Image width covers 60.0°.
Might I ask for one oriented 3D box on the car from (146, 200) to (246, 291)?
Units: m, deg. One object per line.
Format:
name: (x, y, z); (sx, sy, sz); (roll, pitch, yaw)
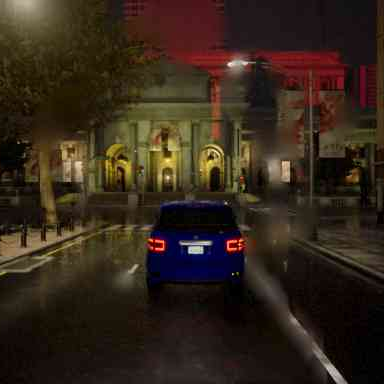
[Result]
car: (0.106, 1.221, 9.130); (2.150, 2.045, 5.566); (0, 0, 1)
